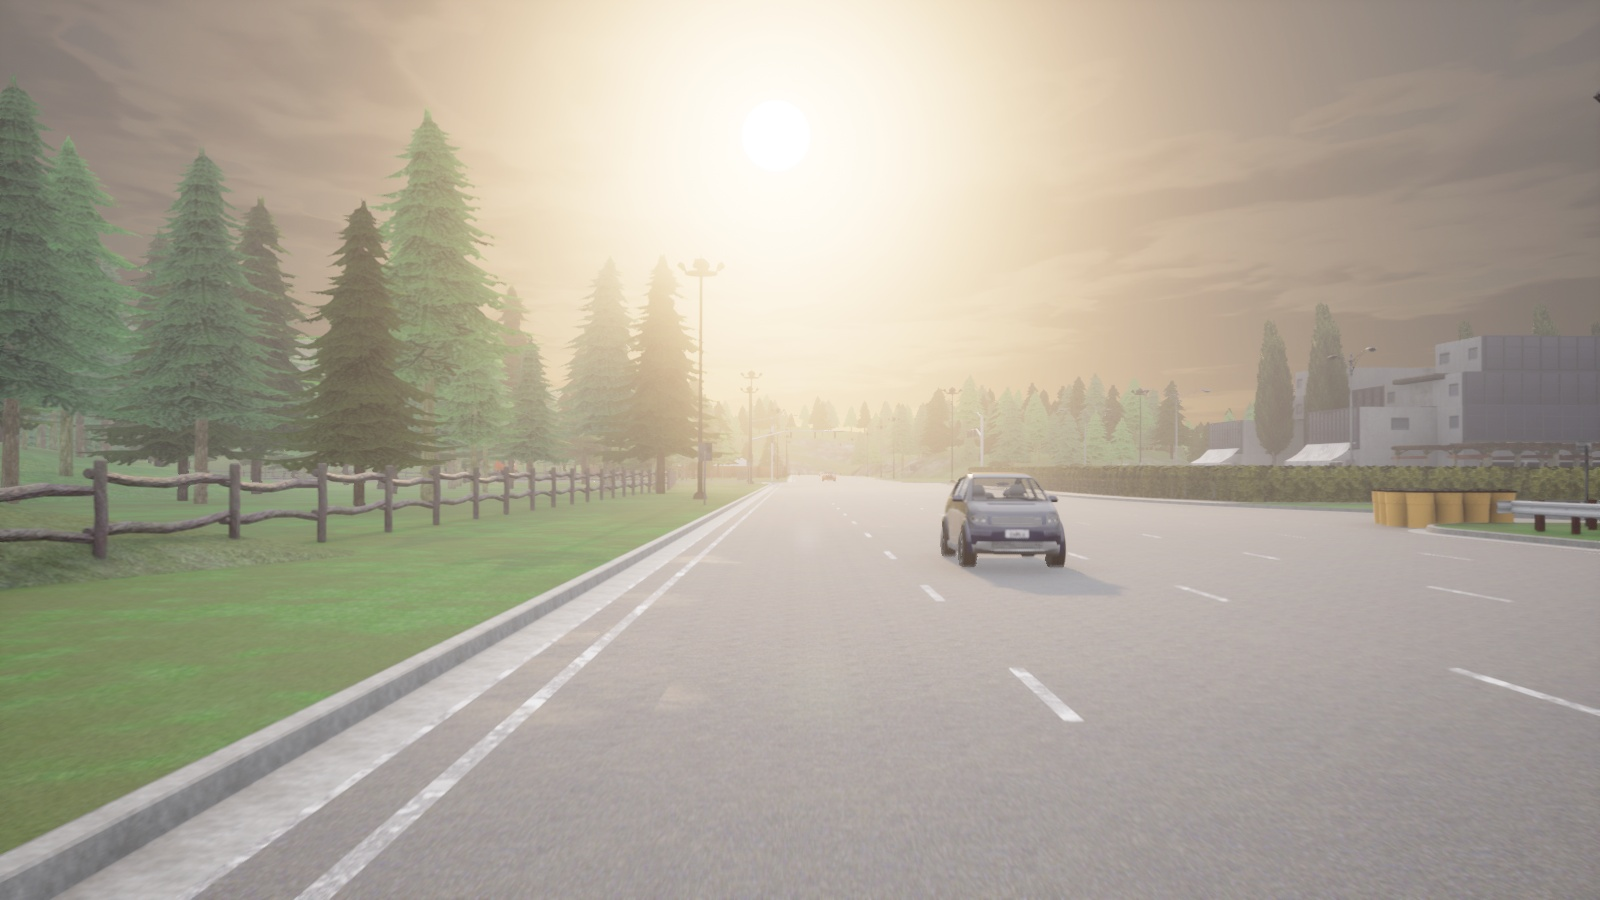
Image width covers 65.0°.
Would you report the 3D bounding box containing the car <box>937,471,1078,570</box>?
[{"bbox_3d":[3.450,1.139,21.511,1.789,1.549,3.705,0,-1,0],"label":"car"}]
